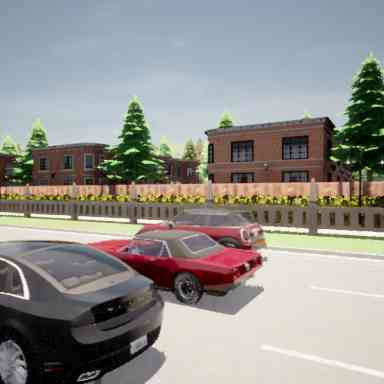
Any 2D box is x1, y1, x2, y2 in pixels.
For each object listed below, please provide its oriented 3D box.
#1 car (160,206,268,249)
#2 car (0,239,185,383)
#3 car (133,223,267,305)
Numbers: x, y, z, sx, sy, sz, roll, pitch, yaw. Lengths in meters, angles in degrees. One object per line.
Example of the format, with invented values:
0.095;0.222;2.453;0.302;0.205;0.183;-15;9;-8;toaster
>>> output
0.185;1.351;11.508;4.553;1.767;2.097;0;0;30;car
-2.714;1.506;5.094;4.892;1.490;1.837;1;0;30;car
-0.835;1.601;8.051;4.718;1.301;1.895;0;0;30;car
